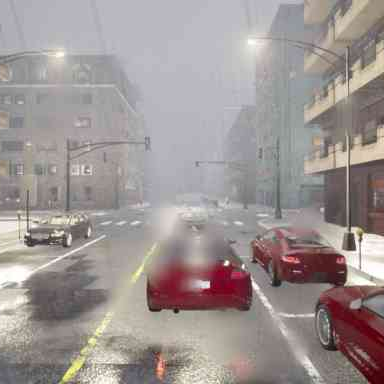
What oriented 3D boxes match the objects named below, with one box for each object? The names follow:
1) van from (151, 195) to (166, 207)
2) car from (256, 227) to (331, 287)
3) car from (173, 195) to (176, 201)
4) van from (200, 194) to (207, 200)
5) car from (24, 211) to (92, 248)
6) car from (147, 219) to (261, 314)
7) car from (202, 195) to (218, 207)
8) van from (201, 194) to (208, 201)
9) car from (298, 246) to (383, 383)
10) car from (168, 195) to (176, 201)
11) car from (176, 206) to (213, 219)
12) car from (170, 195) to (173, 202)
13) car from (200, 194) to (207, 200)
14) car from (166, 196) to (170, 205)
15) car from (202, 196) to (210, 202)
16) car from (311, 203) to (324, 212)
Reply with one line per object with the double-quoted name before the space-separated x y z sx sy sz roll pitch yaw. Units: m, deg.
"van" -5.512 1.349 52.796 1.690 1.788 3.998 1 0 0
"car" 2.680 1.584 9.001 1.802 1.307 4.206 1 0 0
"car" -5.264 1.575 75.471 1.947 1.339 4.313 1 0 0
"van" 3.252 1.350 92.391 1.690 1.788 3.998 1 0 0
"car" -5.749 1.554 14.751 2.008 1.369 4.403 1 0 0
"car" 0.117 1.566 7.726 1.994 1.385 4.181 0 0 -1
"car" 3.035 1.558 51.123 2.008 1.369 4.403 1 0 0
"van" 3.208 1.349 86.721 1.690 1.788 3.998 1 0 0
"car" 2.672 1.583 3.330 1.802 1.307 4.206 1 0 0
"car" -5.175 1.554 86.811 1.887 1.381 4.507 1 0 0
"car" 0.125 1.604 16.544 1.895 1.301 4.718 0 0 0
"car" -5.350 1.448 64.129 1.967 1.590 4.097 1 0 0
"car" 3.072 1.558 69.711 2.008 1.369 4.403 1 0 0
"car" -5.396 1.574 58.459 1.947 1.339 4.313 1 0 0
"car" 3.116 1.590 75.381 1.802 1.307 4.206 1 0 0
"car" 15.599 1.518 36.878 4.507 1.381 1.887 0 -1 1
